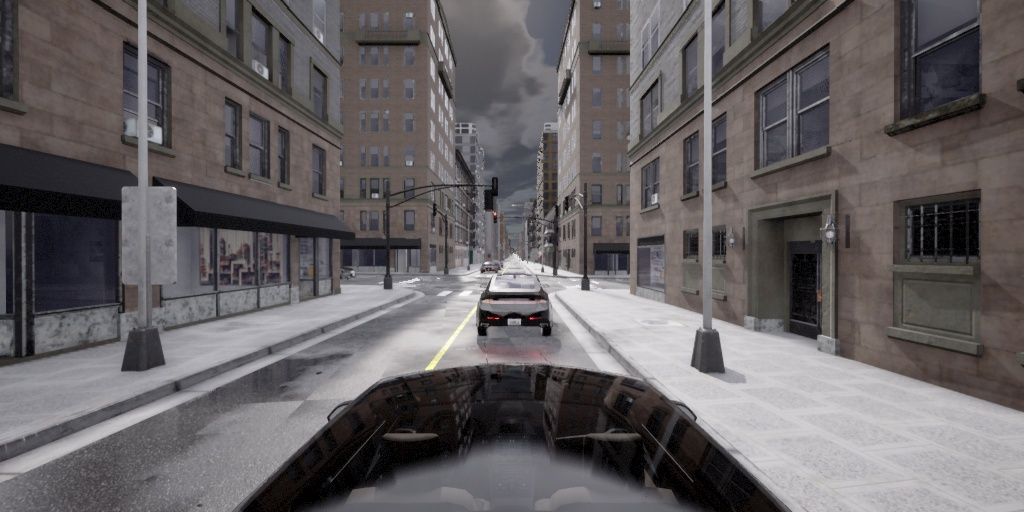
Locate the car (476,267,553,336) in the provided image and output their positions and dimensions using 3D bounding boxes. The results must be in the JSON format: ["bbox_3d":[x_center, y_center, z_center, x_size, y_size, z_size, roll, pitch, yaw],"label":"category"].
[{"bbox_3d":[0.074,1.243,10.348,2.128,1.511,4.902,0,0,1],"label":"car"}]

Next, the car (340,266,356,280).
[{"bbox_3d":[-14.044,1.077,26.253,4.902,1.511,2.128,1,0,0],"label":"car"}]

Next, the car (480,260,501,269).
[{"bbox_3d":[-2.719,1.370,44.002,1.994,1.385,4.181,0,0,1],"label":"car"}]

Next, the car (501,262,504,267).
[{"bbox_3d":[-2.625,1.332,53.955,1.837,1.490,4.892,0,0,0],"label":"car"}]

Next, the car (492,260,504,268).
[{"bbox_3d":[-2.501,1.449,64.072,1.895,1.301,4.718,0,0,1],"label":"car"}]
